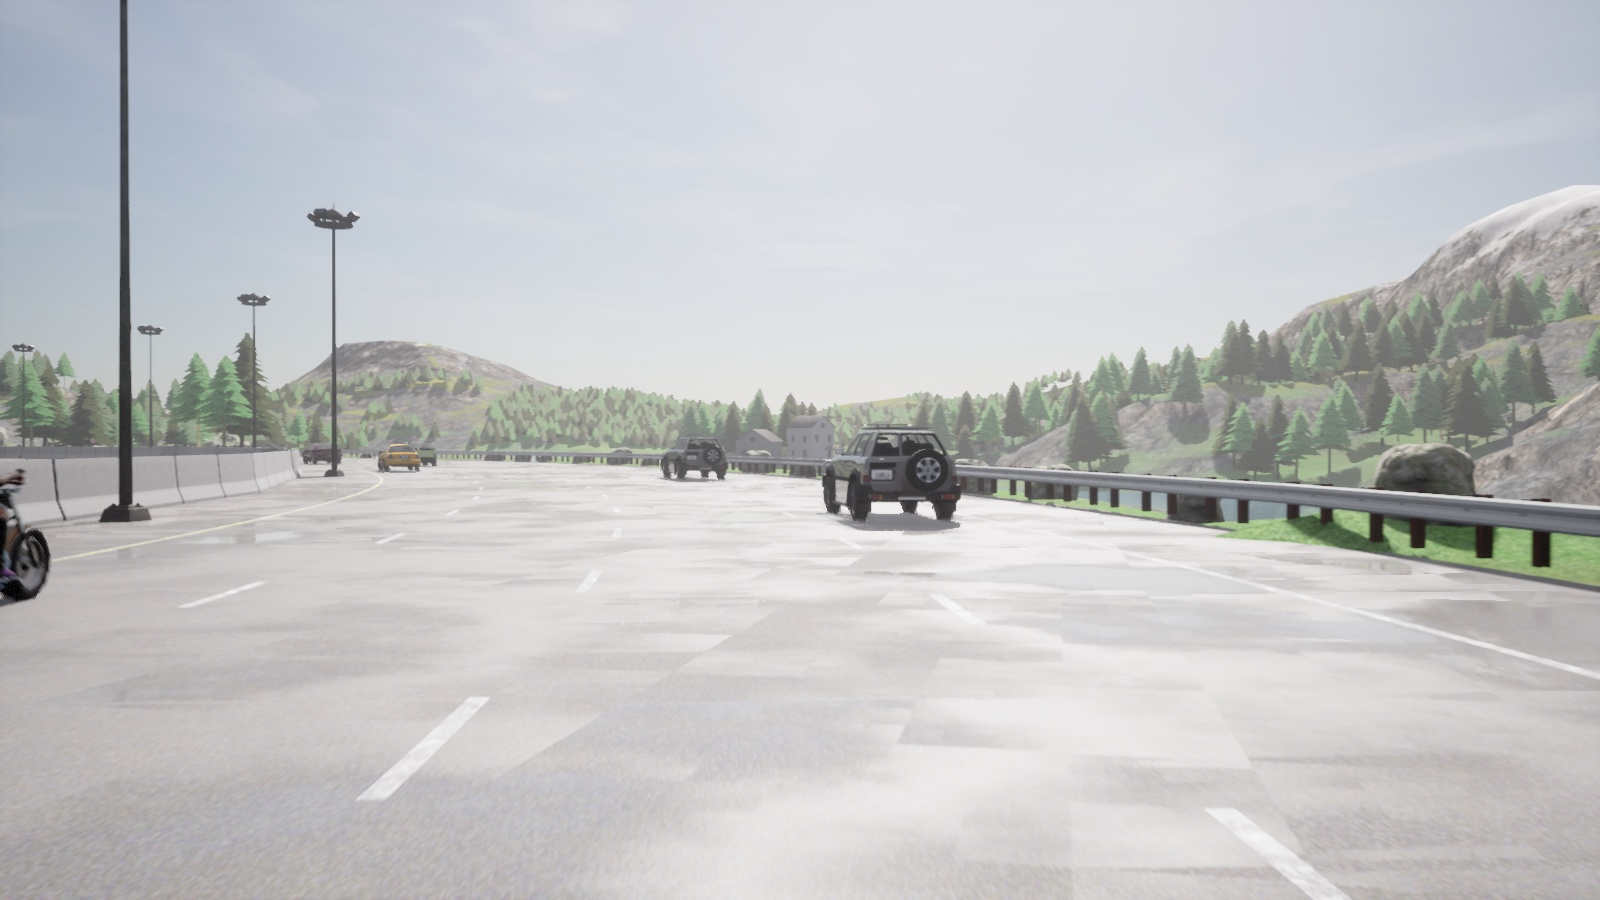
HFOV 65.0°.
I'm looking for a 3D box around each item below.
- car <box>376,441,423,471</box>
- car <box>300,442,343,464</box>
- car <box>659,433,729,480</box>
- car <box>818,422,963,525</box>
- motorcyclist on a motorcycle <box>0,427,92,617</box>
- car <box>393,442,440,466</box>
[{"bbox_3d":[-21.699,0.291,67.888,1.801,1.575,5.366,0,0,-24],"label":"car"},{"bbox_3d":[-35.007,0.188,91.787,1.882,1.535,5.008,0,0,-34],"label":"car"},{"bbox_3d":[-4.467,0.267,52.138,1.932,1.855,4.605,0,0,-18],"label":"car"},{"bbox_3d":[1.688,0.422,25.153,1.932,1.855,4.605,0,0,-8],"label":"car"},{"bbox_3d":[-7.353,0.629,11.300,0.766,1.649,2.350,-1,0,-4],"label":"motorcyclist on a motorcycle"},{"bbox_3d":[-25.232,0.214,82.579,2.007,1.525,4.514,0,0,-29],"label":"car"}]
